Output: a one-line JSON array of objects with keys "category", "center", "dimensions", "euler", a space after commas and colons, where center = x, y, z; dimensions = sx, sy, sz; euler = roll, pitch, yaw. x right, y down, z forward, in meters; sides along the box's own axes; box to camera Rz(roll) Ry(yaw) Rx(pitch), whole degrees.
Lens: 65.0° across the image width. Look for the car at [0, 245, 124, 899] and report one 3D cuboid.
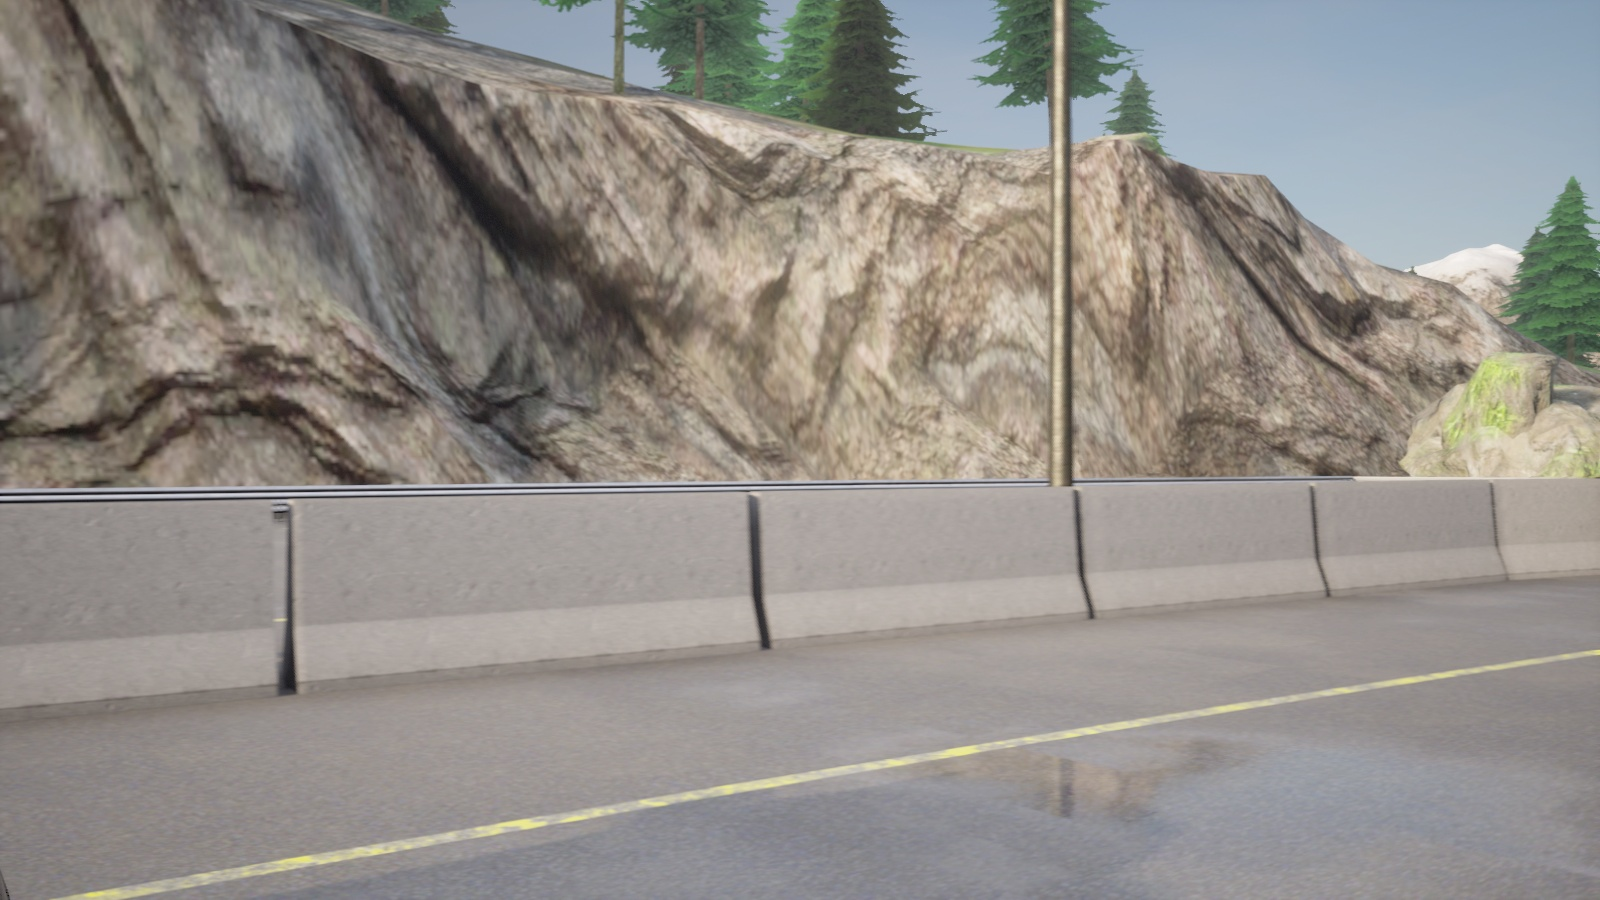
[{"category": "car", "center": [-3.412, 0.612, 1.285], "dimensions": [4.553, 1.767, 2.097], "euler": [0, 0, -36]}]
